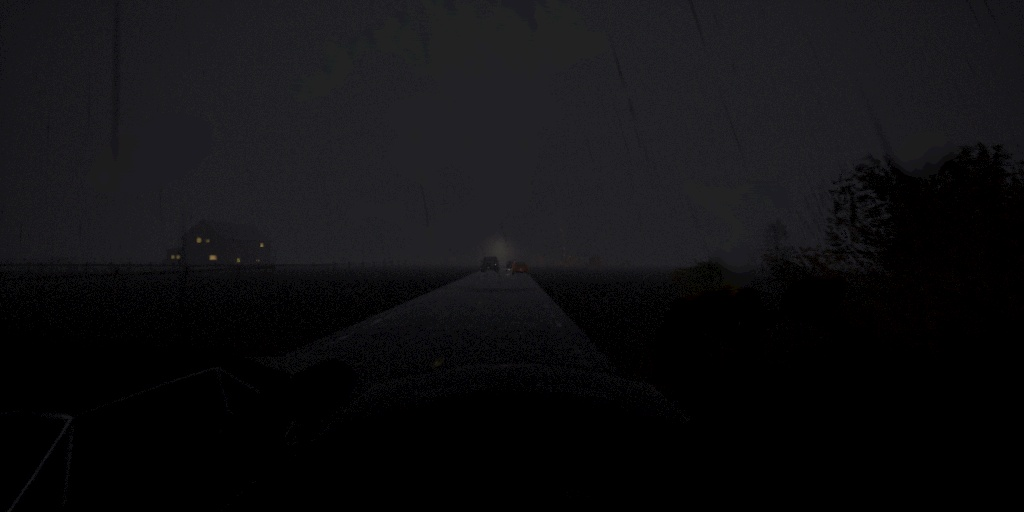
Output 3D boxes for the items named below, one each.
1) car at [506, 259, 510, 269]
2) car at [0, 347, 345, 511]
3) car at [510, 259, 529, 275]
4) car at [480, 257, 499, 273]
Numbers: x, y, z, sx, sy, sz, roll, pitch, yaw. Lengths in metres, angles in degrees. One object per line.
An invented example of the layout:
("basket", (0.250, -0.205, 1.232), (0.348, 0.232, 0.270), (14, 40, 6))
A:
("car", (-0.009, 1.404, 58.788), (2.128, 1.511, 4.902), (0, 0, 0))
("car", (-2.852, 1.351, 1.897), (1.895, 1.301, 4.718), (0, 0, 0))
("car", (0.955, 1.324, 40.862), (1.882, 1.535, 5.008), (0, 0, 0))
("car", (-2.833, 1.092, 46.465), (2.150, 2.045, 5.566), (0, -1, 0))
